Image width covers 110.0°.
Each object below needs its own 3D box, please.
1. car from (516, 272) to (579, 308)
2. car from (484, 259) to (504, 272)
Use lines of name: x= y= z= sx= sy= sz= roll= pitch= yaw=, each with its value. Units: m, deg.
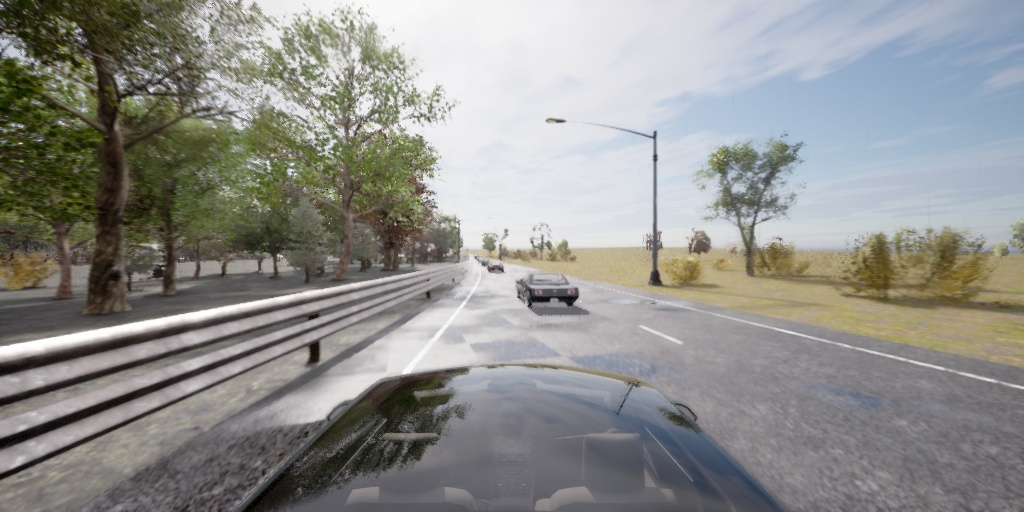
car: x=1.301 y=1.342 z=15.285 sx=1.895 sy=1.301 sz=4.718 roll=0 pitch=0 yaw=-7
car: x=-2.139 y=1.321 z=45.055 sx=1.895 sy=1.301 sz=4.718 roll=0 pitch=0 yaw=-7
